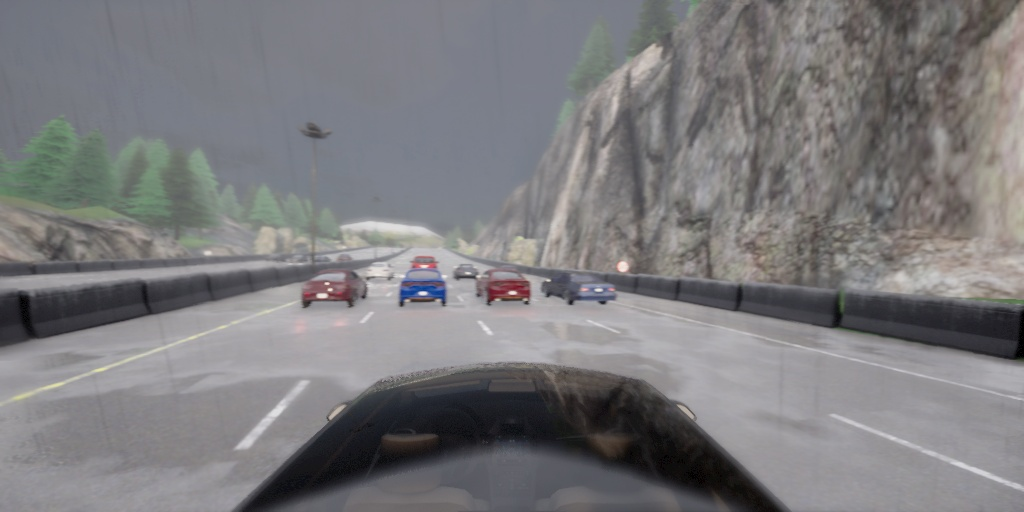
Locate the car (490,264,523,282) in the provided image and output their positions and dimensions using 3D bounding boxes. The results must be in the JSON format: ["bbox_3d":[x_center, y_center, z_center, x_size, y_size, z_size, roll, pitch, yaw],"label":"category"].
[{"bbox_3d":[-0.578,1.473,31.860,1.895,1.301,4.718,1,0,-13],"label":"car"}]

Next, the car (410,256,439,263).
[{"bbox_3d":[-7.349,0.976,30.101,2.150,2.045,5.566,1,0,-13],"label":"car"}]

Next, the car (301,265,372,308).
[{"bbox_3d":[-7.323,1.259,15.078,1.812,1.442,4.674,1,0,-13],"label":"car"}]

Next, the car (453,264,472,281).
[{"bbox_3d":[-4.028,1.379,31.260,1.994,1.385,4.181,1,0,-13],"label":"car"}]

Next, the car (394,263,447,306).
[{"bbox_3d":[-3.944,1.268,16.006,1.882,1.535,5.008,1,0,-13],"label":"car"}]

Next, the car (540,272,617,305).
[{"bbox_3d":[2.968,1.451,17.169,2.033,1.411,5.357,1,0,-14],"label":"car"}]

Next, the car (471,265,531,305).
[{"bbox_3d":[-0.541,1.325,16.821,1.882,1.535,5.008,1,0,-13],"label":"car"}]

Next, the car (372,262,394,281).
[{"bbox_3d":[-10.841,1.226,29.653,1.812,1.442,4.674,1,0,-13],"label":"car"}]
